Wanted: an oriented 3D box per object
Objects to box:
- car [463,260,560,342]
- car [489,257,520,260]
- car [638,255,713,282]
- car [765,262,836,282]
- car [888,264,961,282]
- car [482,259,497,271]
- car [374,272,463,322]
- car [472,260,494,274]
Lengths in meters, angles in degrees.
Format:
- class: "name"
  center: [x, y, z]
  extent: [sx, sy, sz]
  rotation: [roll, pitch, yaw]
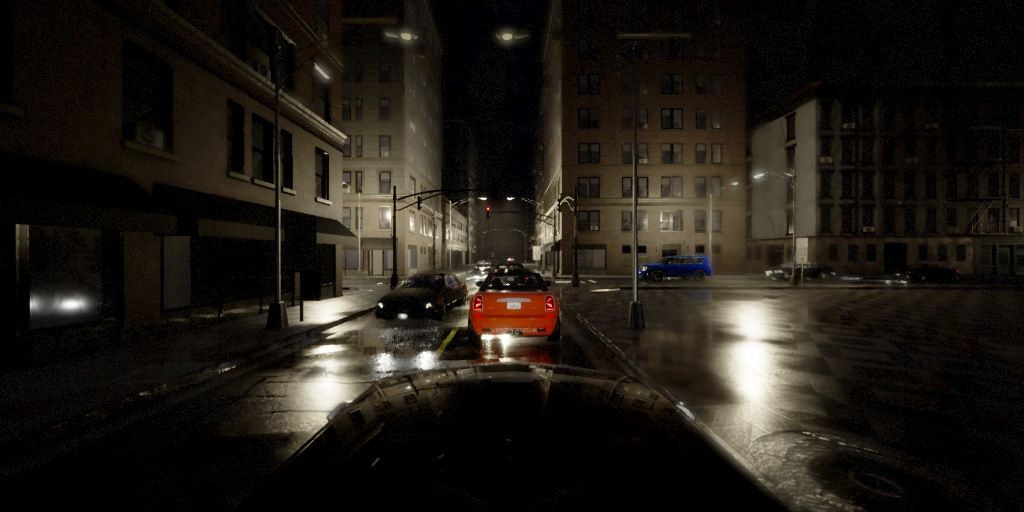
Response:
- class: "car"
  center: [0.048, 1.102, 9.941]
  extent: [2.097, 1.767, 4.553]
  rotation: [0, 0, 0]
- class: "car"
  center: [-0.183, 1.101, 18.861]
  extent: [2.097, 1.767, 4.553]
  rotation: [0, 0, -3]
- class: "car"
  center: [12.961, 0.974, 28.621]
  extent: [5.566, 2.045, 2.150]
  rotation: [0, 0, -1]
- class: "car"
  center: [22.982, 1.246, 28.725]
  extent: [4.902, 1.511, 2.128]
  rotation: [0, 0, -1]
- class: "car"
  center: [33.037, 1.319, 28.807]
  extent: [4.181, 1.385, 1.994]
  rotation: [0, 0, 0]
- class: "car"
  center: [-3.241, 1.252, 51.503]
  extent: [1.837, 1.490, 4.892]
  rotation: [0, 0, 0]
- class: "car"
  center: [-2.853, 1.297, 12.661]
  extent: [2.033, 1.411, 5.357]
  rotation: [0, 0, 4]
- class: "car"
  center: [-3.224, 1.239, 41.255]
  extent: [2.128, 1.511, 4.902]
  rotation: [0, 0, 0]
